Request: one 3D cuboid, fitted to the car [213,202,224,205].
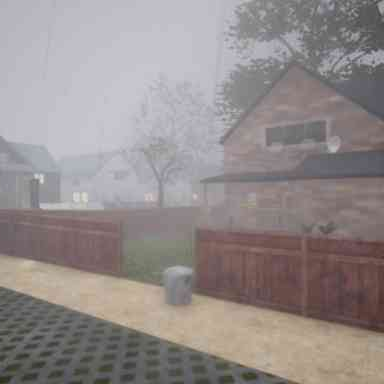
[{"bbox_3d":[3.677,2.052,43.054,1.812,1.442,4.674,0,-1,37],"label":"car"}]
